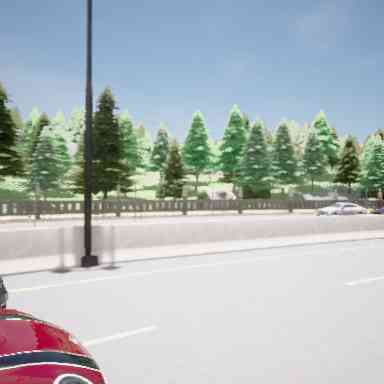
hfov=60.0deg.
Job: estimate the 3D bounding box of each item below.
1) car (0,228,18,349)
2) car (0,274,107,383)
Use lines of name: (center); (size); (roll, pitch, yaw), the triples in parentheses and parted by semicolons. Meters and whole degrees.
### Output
car: (-5.145, 1.453, 4.255); (4.902, 1.511, 2.128); (1, 0, -36)
car: (-2.689, 1.330, 1.700); (4.553, 1.767, 2.097); (1, 0, -36)
